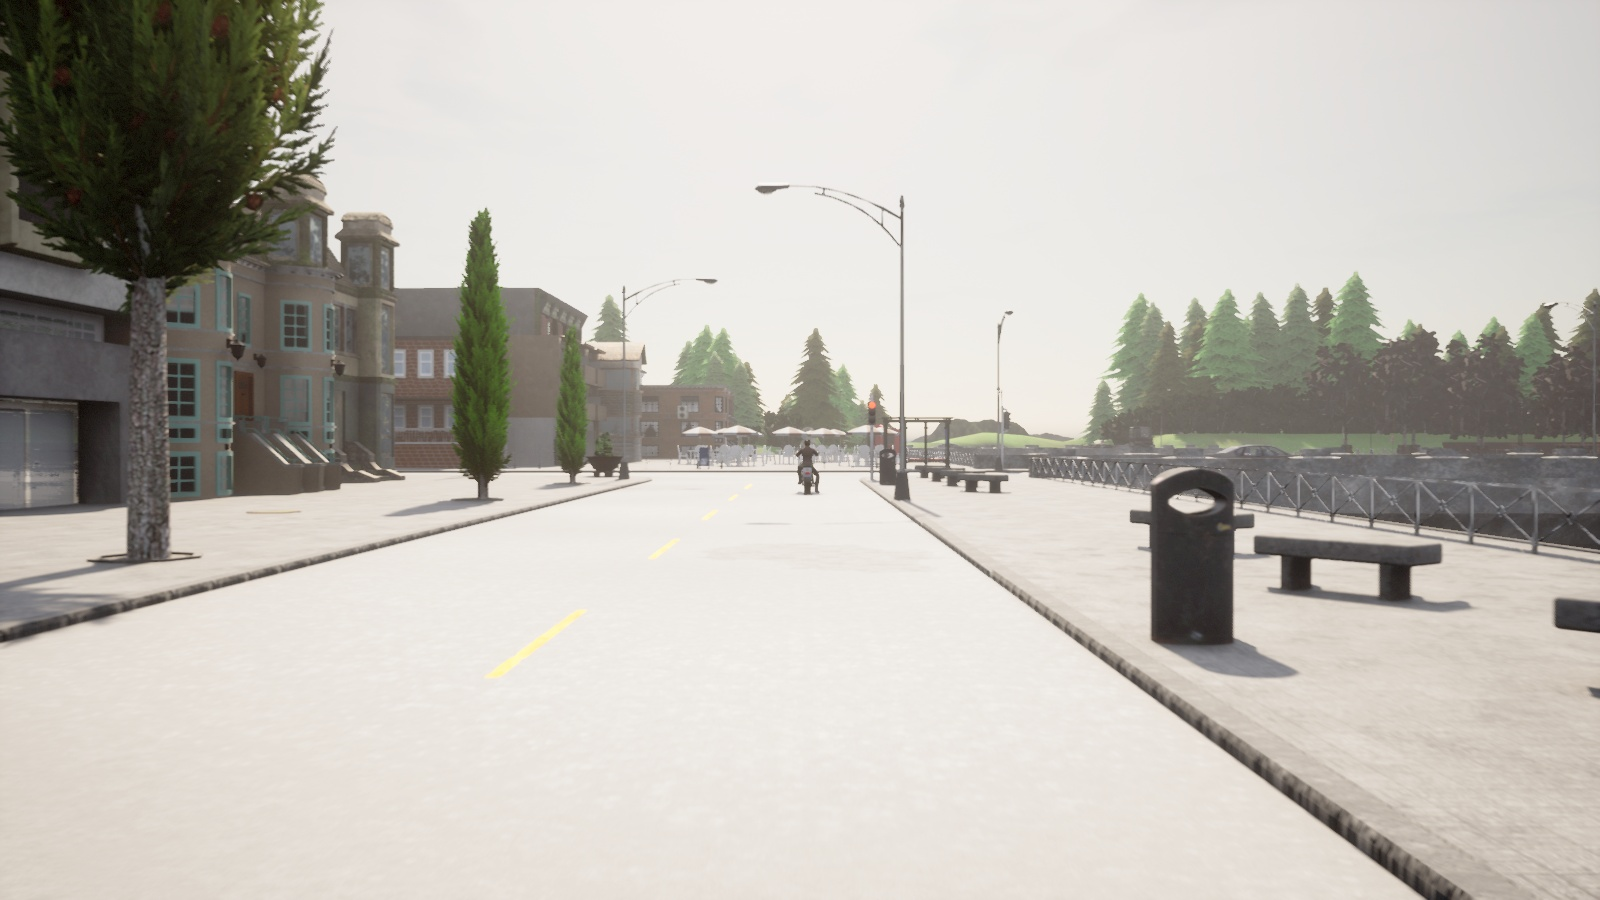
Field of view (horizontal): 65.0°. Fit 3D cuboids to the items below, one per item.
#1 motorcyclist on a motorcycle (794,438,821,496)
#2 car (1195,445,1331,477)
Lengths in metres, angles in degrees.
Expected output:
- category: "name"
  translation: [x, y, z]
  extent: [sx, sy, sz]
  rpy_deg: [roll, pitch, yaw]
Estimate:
- category: "motorcyclist on a motorcycle"
  translation: [0.222, 0.487, 37.346]
  extent: [0.766, 1.649, 2.350]
  rpy_deg: [0, 0, 0]
- category: "car"
  translation: [20.855, 0.491, 56.718]
  extent: [5.357, 1.411, 2.033]
  rpy_deg: [0, 0, 0]
